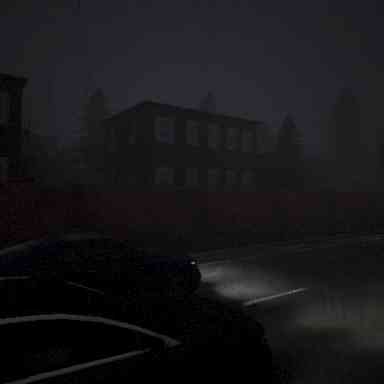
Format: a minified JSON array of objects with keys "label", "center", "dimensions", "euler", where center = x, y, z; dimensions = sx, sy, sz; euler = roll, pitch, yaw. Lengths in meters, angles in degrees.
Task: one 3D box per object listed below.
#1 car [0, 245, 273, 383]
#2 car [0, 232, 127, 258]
[{"label":"car","center":[-1.397,1.498,2.758],"dimensions":[4.902,1.511,2.128],"euler":[0,0,-35]},{"label":"car","center":[-1.987,1.549,6.631],"dimensions":[4.674,1.442,1.812],"euler":[1,0,-35]}]
